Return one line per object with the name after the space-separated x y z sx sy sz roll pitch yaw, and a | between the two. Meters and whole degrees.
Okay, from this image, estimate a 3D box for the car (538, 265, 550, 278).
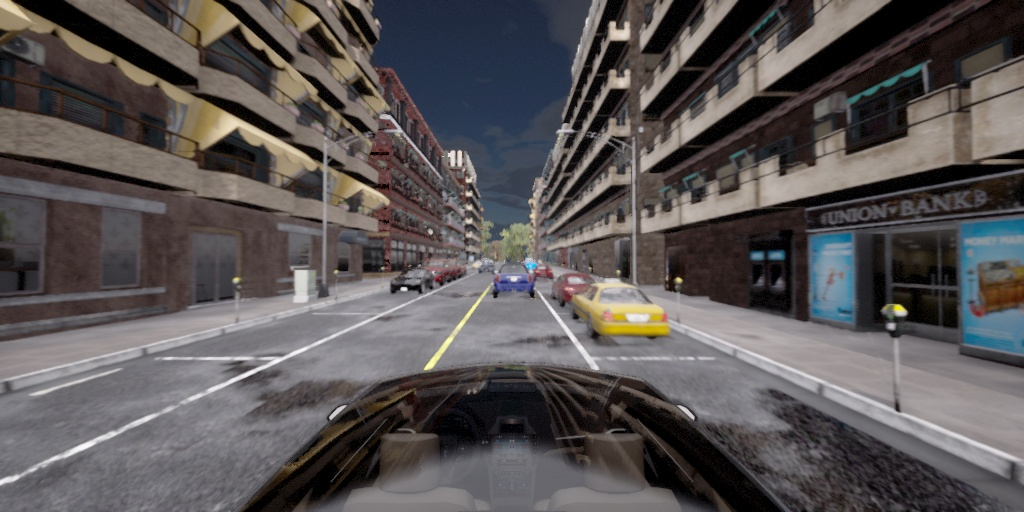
2.696 1.427 32.130 1.802 1.307 4.207 0 0 0 | car

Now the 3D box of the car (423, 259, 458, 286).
-5.685 1.143 26.599 2.192 1.841 5.009 0 0 0 | car

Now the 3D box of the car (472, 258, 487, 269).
-5.680 1.458 59.856 1.751 1.417 4.829 0 0 0 | car

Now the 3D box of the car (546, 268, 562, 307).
2.693 1.374 15.417 1.802 1.307 4.207 0 0 0 | car

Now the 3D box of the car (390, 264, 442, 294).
-5.686 1.376 21.029 1.948 1.339 4.313 0 0 0 | car

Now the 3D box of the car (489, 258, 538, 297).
0.095 1.156 19.360 2.097 1.767 4.553 0 0 0 | car

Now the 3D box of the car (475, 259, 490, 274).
-2.998 1.447 43.884 1.994 1.385 4.181 0 0 0 | car

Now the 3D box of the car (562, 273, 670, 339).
2.692 1.300 10.015 1.751 1.417 4.829 0 0 0 | car

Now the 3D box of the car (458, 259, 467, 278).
-5.685 1.160 32.171 2.192 1.841 5.009 0 0 0 | car
